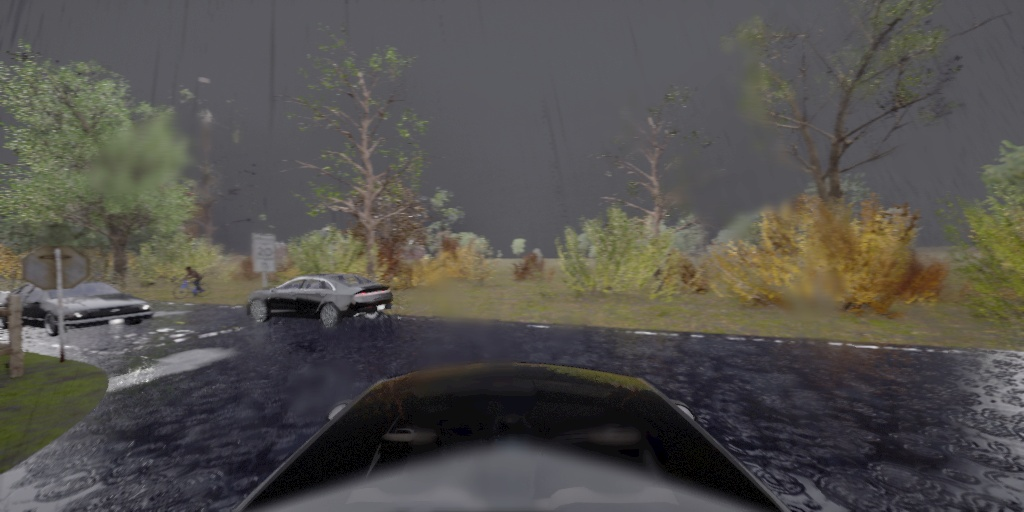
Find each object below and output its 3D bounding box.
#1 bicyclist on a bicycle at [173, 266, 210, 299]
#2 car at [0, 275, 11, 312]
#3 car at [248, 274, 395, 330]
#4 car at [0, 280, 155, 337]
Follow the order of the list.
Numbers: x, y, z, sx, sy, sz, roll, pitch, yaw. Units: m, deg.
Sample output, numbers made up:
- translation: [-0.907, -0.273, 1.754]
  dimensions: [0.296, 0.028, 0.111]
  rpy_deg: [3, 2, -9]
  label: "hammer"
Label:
- translation: [-16.501, 1.359, 18.496]
  dimensions: [0.582, 1.620, 1.656]
  rpy_deg: [-1, 0, 21]
  label: "bicyclist on a bicycle"
- translation: [-22.724, 1.534, 14.448]
  dimensions: [4.674, 1.442, 1.812]
  rpy_deg: [-1, 1, 21]
  label: "car"
- translation: [-6.060, 1.305, 11.304]
  dimensions: [4.902, 1.511, 2.128]
  rpy_deg: [-1, 1, 21]
  label: "car"
- translation: [-13.554, 1.465, 10.985]
  dimensions: [5.357, 1.411, 2.033]
  rpy_deg: [-1, 1, 21]
  label: "car"
